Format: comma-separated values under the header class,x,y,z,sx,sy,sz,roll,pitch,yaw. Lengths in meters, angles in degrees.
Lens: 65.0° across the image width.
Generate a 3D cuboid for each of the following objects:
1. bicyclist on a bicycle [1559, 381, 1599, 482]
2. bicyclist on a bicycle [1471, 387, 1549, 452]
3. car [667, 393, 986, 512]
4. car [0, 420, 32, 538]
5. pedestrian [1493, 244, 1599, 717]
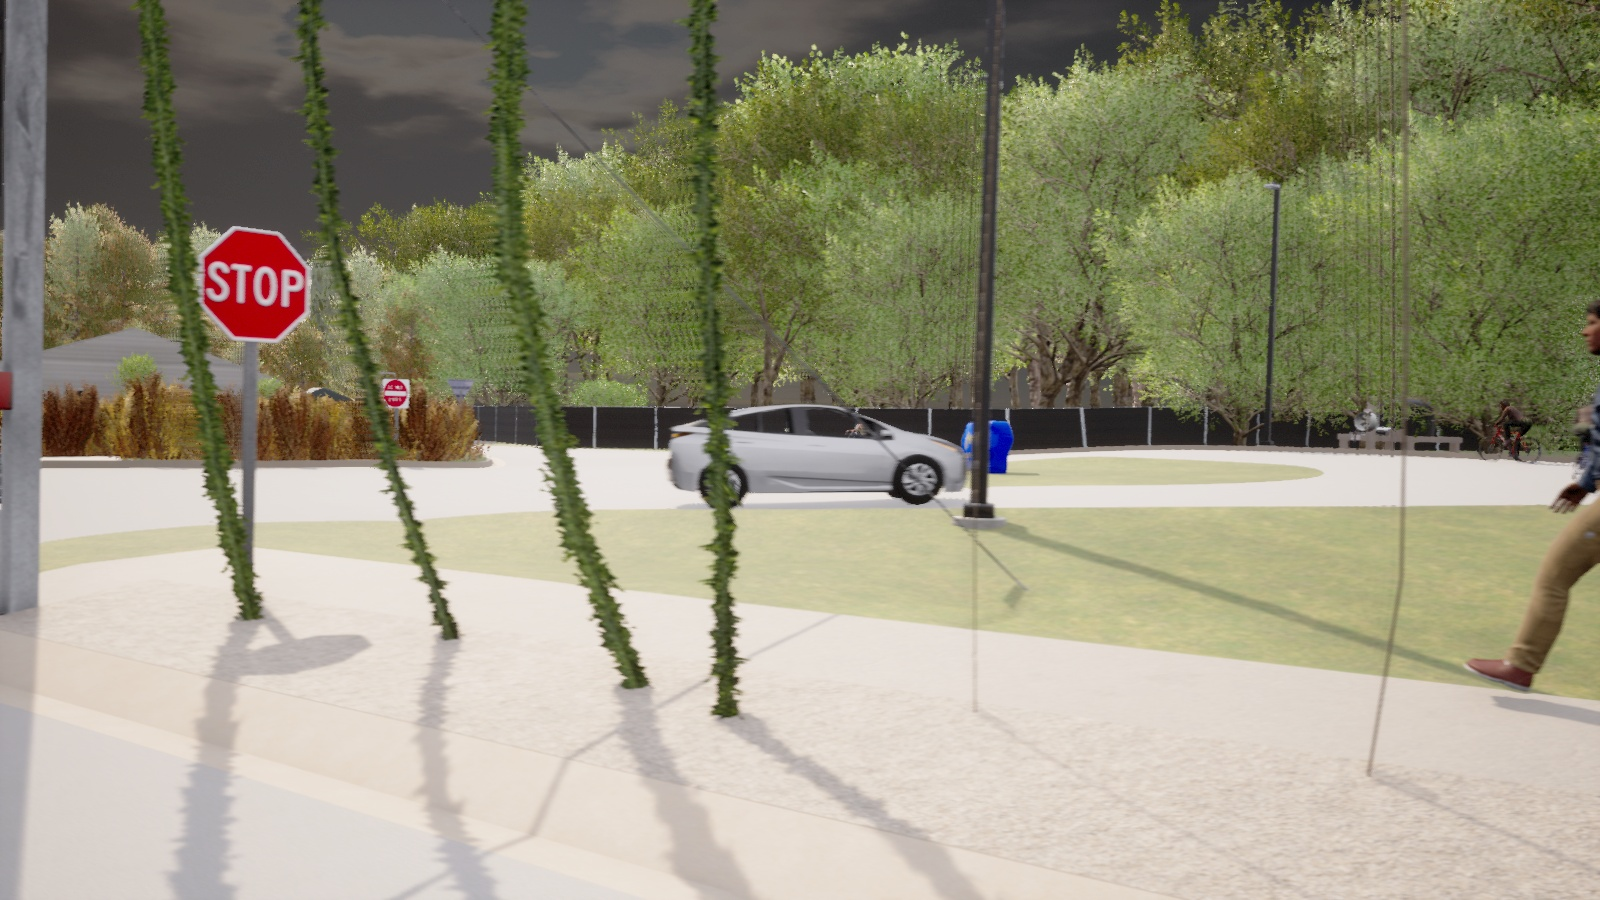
class,x,y,z,sx,sy,sz,roll,pitch,yaw
bicyclist on a bicycle,13.216,-0.317,20.832,1.656,1.620,0.582,-2,1,-41
bicyclist on a bicycle,18.249,-0.789,32.306,0.582,1.620,1.656,1,1,-29
car,0.333,0.014,18.888,4.514,1.525,2.007,-2,1,-4
car,-12.713,0.408,15.972,4.892,1.490,1.837,-2,3,-29
pedestrian,3.457,0.125,5.305,0.423,1.949,0.788,-1,2,-44
